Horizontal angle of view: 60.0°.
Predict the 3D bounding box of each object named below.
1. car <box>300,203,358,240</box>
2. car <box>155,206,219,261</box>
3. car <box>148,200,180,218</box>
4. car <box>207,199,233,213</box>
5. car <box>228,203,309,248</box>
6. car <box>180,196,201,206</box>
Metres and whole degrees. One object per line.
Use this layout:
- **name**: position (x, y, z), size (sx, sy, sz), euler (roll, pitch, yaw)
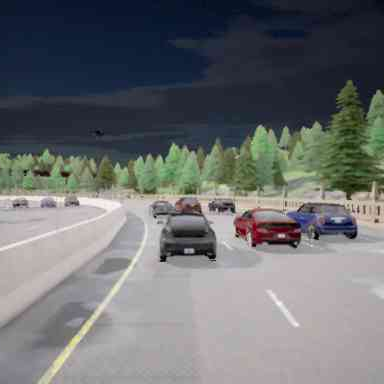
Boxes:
- **car**: position (6.358, 1.329, 17.049), size (2.097, 1.767, 4.553), euler (0, 0, -6)
- **car**: position (-0.227, 1.490, 12.273), size (1.837, 1.490, 4.892), euler (0, 0, -3)
- **car**: position (-2.778, 1.509, 29.825), size (2.033, 1.411, 5.357), euler (0, 0, -13)
- **car**: position (3.038, 1.460, 35.045), size (1.837, 1.490, 4.892), euler (0, 0, -15)
- **car**: position (3.108, 1.459, 14.700), size (1.882, 1.535, 5.008), euler (0, 0, -4)
- **car**: position (-0.513, 1.307, 34.715), size (2.097, 1.767, 4.553), euler (0, 0, -15)
